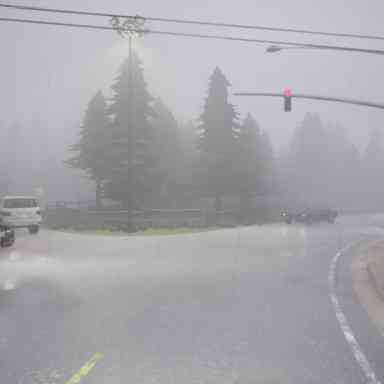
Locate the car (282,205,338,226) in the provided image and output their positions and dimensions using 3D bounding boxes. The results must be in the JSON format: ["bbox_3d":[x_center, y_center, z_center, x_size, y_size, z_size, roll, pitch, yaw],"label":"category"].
[{"bbox_3d":[8.319,1.598,23.343,4.718,1.301,1.895,0,0,-42],"label":"car"}]

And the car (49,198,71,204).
[{"bbox_3d":[-19.672,1.625,50.582,1.895,1.301,4.718,0,0,12],"label":"car"}]

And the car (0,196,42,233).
[{"bbox_3d":[-10.500,1.246,18.711,5.566,2.045,2.150,0,0,42],"label":"car"}]

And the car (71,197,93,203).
[{"bbox_3d":[-15.911,1.514,51.456,2.128,1.511,4.902,0,0,13],"label":"car"}]

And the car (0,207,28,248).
[{"bbox_3d":[-9.218,1.517,13.775,4.902,1.511,2.128,0,0,36],"label":"car"}]
